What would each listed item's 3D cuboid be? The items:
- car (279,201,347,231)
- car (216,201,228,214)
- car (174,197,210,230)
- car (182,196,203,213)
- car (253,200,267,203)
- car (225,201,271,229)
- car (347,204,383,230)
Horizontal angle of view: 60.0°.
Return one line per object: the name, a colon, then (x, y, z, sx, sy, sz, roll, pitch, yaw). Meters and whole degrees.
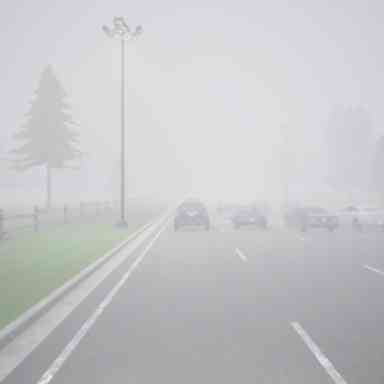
car: (6.998, 1.518, 20.095, 2.033, 1.411, 5.357, 0, 0, 0)
car: (3.538, 1.549, 35.085, 1.895, 1.301, 4.718, 0, 0, 0)
car: (0.004, 1.321, 20.941, 2.097, 1.767, 4.553, 0, 0, 0)
car: (0.045, 1.297, 36.122, 2.097, 1.767, 4.553, 0, 0, 0)
car: (7.040, 1.513, 35.362, 1.994, 1.385, 4.181, 0, 0, 0)
car: (3.506, 1.533, 21.307, 1.994, 1.385, 4.181, 0, 0, 0)
car: (10.503, 1.496, 20.798, 1.812, 1.442, 4.674, 0, 0, 0)
